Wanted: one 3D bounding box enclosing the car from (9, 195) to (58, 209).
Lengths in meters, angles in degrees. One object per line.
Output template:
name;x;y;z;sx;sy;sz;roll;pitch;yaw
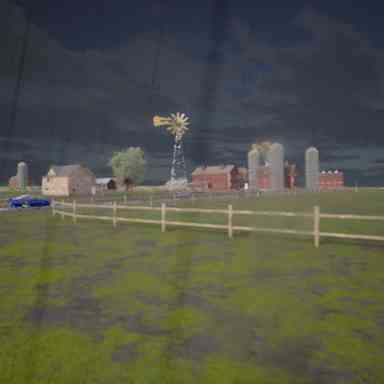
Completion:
car;-17.283;1.018;36.458;1.882;1.535;5.008;-1;1;36

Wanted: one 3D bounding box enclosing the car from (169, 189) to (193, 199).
car;-2.395;0.576;61.655;1.994;1.385;4.181;-1;1;36
